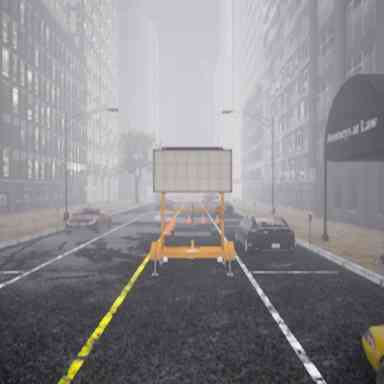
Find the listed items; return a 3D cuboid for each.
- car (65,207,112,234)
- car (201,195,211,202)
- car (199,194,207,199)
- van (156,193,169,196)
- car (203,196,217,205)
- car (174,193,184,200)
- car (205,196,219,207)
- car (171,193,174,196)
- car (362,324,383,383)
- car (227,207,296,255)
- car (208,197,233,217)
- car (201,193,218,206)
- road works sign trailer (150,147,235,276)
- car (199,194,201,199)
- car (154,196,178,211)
[{"bbox_3d":[-5.656,1.510,18.657,1.802,1.307,4.206,0,0,0],"label":"car"},{"bbox_3d":[2.836,1.251,69.916,1.887,1.381,4.507,0,0,0],"label":"car"},{"bbox_3d":[2.874,1.145,87.181,1.752,1.417,4.829,0,0,0],"label":"car"},{"bbox_3d":[-5.571,1.100,58.542,1.690,1.788,3.998,0,0,0],"label":"van"},{"bbox_3d":[2.799,1.329,52.821,1.887,1.381,4.507,0,0,0],"label":"car"},{"bbox_3d":[-2.833,1.211,78.132,1.994,1.385,4.181,0,0,0],"label":"car"},{"bbox_3d":[2.762,1.404,35.727,1.887,1.381,4.507,0,0,0],"label":"car"},{"bbox_3d":[-5.544,1.257,69.936,2.008,1.369,4.403,0,0,0],"label":"car"},{"bbox_3d":[2.687,1.518,1.709,1.752,1.417,4.829,0,0,0],"label":"car"},{"bbox_3d":[2.712,1.501,12.934,2.008,1.369,4.403,0,0,0],"label":"car"},{"bbox_3d":[2.749,1.448,30.029,1.947,1.339,4.313,0,0,0],"label":"car"},{"bbox_3d":[2.785,1.125,47.122,2.192,1.841,5.009,0,0,0],"label":"car"},{"bbox_3d":[0.019,0.425,10.223,2.380,3.560,2.880,0,0,0],"label":"road works sign trailer"},{"bbox_3d":[2.810,1.074,58.519,2.192,1.841,5.009,0,0,0],"label":"car"},{"bbox_3d":[-3.019,1.416,37.415,1.994,1.385,4.181,0,0,0],"label":"car"}]
